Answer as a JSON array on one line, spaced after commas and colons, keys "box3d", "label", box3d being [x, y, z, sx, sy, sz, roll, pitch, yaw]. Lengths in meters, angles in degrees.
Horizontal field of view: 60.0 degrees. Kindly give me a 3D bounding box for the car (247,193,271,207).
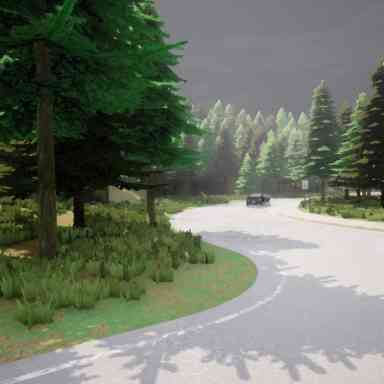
[{"box3d": [7.710, 0.851, 38.181, 1.882, 1.535, 5.008, -1, 1, 25], "label": "car"}]
